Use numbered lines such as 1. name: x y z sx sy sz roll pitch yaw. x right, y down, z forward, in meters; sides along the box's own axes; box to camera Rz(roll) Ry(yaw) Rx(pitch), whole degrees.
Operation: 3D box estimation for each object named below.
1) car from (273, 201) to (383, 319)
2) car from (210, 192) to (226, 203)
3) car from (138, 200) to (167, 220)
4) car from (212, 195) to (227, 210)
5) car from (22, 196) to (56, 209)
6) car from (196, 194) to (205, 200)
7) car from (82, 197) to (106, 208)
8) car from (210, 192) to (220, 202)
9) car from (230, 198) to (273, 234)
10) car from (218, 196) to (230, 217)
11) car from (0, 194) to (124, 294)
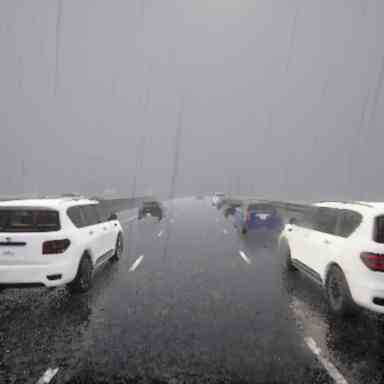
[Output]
1. car: 3.624 1.197 7.463 2.150 2.045 5.566 0 0 0
2. car: 4.284 1.103 51.673 2.150 2.045 5.566 0 0 2
3. car: -3.176 1.425 27.046 1.837 1.490 4.892 0 0 1
4. car: 3.988 1.399 40.754 2.163 1.488 4.792 0 0 1
5. car: -20.482 1.381 44.723 2.128 1.511 4.902 0 0 2
6. car: 1.978 1.325 82.749 1.994 1.385 4.181 0 0 3
7. car: -13.450 1.393 45.994 1.837 1.490 4.892 0 0 2
8. car: 5.082 1.108 73.504 2.150 2.045 5.566 0 0 2
9. car: 3.605 1.292 18.852 2.097 1.767 4.553 0 0 1
10. car: 3.762 1.420 29.833 2.163 1.488 4.792 0 0 1
11. car: -3.371 1.190 8.816 2.150 2.045 5.566 0 0 0
